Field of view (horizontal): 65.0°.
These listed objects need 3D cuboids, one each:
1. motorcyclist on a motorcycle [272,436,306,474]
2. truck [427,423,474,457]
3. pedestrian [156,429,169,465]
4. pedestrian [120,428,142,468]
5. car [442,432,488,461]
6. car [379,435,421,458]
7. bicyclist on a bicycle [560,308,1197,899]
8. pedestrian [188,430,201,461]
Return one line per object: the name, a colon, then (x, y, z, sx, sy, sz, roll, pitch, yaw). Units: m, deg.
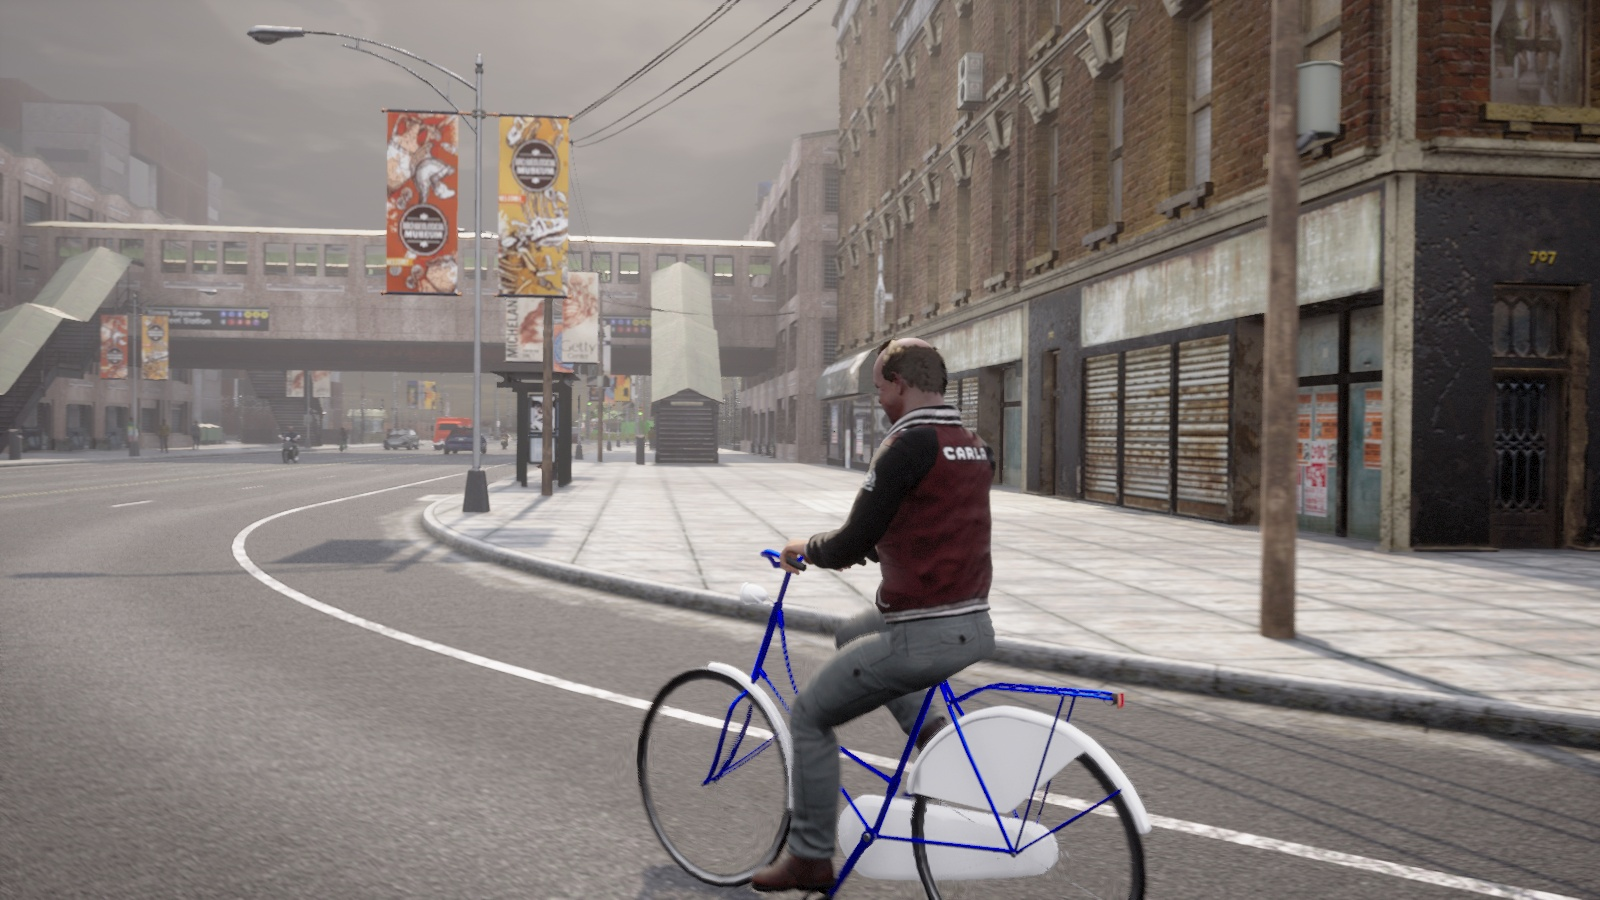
motorcyclist on a motorcycle: (-21.632, 0.190, 53.215, 0.866, 1.590, 1.817, -1, 1, -7)
truck: (-26.492, -0.746, 95.293, 2.627, 2.467, 5.204, -1, 1, -7)
pedestrian: (-32.765, -0.157, 64.540, 0.431, 1.840, 0.709, -1, 1, -11)
pedestrian: (-32.800, -0.119, 61.581, 0.659, 1.952, 0.873, -1, 1, -8)
car: (-21.129, -0.242, 79.320, 2.097, 1.767, 4.553, -1, 1, -6)
car: (-29.832, -0.281, 93.767, 2.033, 1.649, 4.856, -1, 1, -7)
bicyclist on a bicycle: (0.155, 0.553, 3.738, 1.843, 1.776, 0.659, 0, 1, 38)
pedestrian: (-37.424, -0.284, 77.608, 0.540, 1.848, 0.694, -1, 1, -7)
